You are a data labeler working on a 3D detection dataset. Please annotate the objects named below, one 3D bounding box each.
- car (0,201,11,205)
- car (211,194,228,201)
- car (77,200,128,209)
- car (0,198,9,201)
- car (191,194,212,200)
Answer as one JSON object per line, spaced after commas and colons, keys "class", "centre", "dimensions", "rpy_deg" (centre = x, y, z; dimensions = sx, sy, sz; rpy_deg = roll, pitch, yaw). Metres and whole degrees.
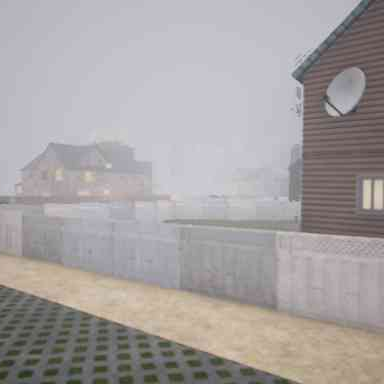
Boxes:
{"class": "car", "centre": [-14.150, 1.614, 22.284], "dimensions": [2.033, 1.411, 5.357], "rpy_deg": [2, 1, 43]}
{"class": "car", "centre": [3.860, 1.328, 49.260], "dimensions": [2.150, 2.045, 5.566], "rpy_deg": [1, 0, 19]}
{"class": "car", "centre": [-8.790, 1.557, 33.314], "dimensions": [2.033, 1.411, 5.357], "rpy_deg": [2, 1, 37]}
{"class": "car", "centre": [-15.521, 1.366, 24.453], "dimensions": [2.097, 1.767, 4.553], "rpy_deg": [2, 1, 36]}
{"class": "car", "centre": [0.842, 1.537, 49.288], "dimensions": [2.128, 1.511, 4.902], "rpy_deg": [1, 0, 20]}
